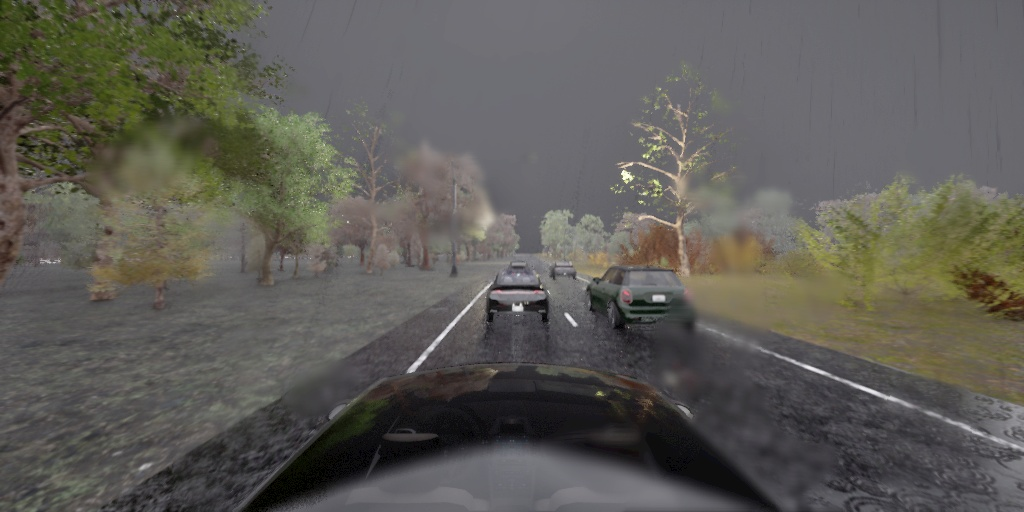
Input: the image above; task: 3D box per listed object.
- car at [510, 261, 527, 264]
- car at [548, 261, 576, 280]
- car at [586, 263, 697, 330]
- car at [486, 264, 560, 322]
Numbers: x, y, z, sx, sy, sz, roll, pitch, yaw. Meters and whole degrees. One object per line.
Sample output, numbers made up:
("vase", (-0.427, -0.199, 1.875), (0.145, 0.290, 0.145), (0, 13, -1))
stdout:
("car", (0.563, 1.128, 29.540), (1.837, 1.490, 4.892), (0, 0, 2))
("car", (4.057, 1.116, 29.317), (2.128, 1.511, 4.902), (0, 0, 2))
("car", (3.675, 1.061, 11.043), (2.097, 1.767, 4.553), (0, 0, 1))
("car", (0.184, 1.194, 12.106), (2.128, 1.511, 4.902), (0, 0, 1))
